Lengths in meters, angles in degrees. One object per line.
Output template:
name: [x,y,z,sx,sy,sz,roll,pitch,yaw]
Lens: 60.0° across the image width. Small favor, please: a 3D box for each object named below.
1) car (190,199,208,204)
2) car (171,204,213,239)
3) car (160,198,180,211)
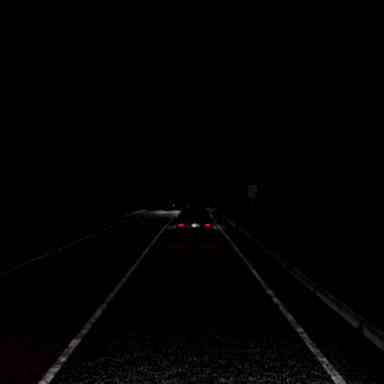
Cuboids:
car: [0.715,1.519,37.589,2.128,1.511,4.902,0,0,6]
car: [0.108,1.562,17.523,2.033,1.411,5.357,0,0,0]
car: [-2.720,1.515,41.945,1.882,1.535,5.008,0,0,6]
